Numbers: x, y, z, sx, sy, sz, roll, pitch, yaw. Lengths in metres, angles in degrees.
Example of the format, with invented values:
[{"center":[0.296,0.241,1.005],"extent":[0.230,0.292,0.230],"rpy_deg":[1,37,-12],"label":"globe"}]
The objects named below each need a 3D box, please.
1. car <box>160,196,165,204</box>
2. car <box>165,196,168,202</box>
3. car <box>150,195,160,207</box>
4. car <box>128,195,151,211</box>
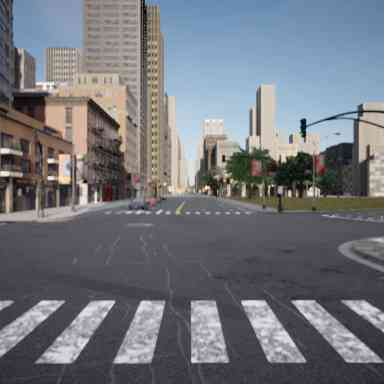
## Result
[{"center":[-6.605,1.522,60.715],"extent":[1.994,1.385,4.181],"rpy_deg":[0,0,0],"label":"car"},{"center":[-6.527,1.509,73.949],"extent":[1.895,1.301,4.718],"rpy_deg":[0,0,0],"label":"car"},{"center":[-6.623,1.320,50.874],"extent":[2.097,1.767,4.553],"rpy_deg":[0,0,0],"label":"car"},{"center":[-6.644,1.506,41.547],"extent":[1.812,1.442,4.674],"rpy_deg":[0,0,0],"label":"car"}]
